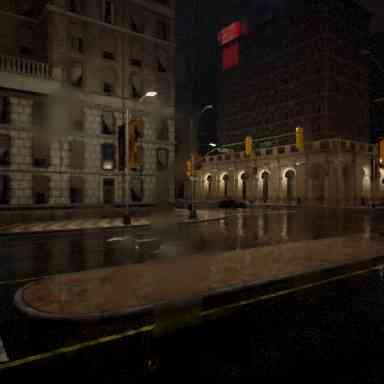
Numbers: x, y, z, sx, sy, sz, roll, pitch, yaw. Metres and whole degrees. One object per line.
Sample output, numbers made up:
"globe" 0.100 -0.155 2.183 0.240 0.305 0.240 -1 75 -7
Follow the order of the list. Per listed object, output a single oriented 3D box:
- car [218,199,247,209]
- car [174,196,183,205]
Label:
"car" 5.341 1.564 44.361 1.994 1.385 4.181 0 0 -36
"car" -4.302 1.547 57.987 2.033 1.411 5.357 0 0 -35
